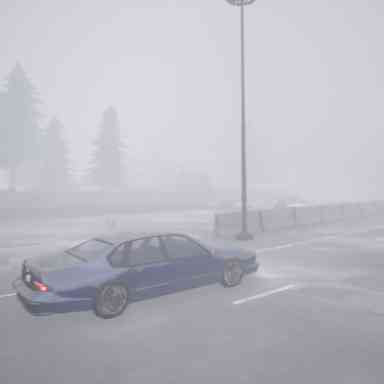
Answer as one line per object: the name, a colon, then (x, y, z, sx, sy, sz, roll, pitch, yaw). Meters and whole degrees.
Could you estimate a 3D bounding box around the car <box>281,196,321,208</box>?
car: (10.827, 1.370, 32.073, 1.812, 1.442, 4.674, 0, 0, 44)

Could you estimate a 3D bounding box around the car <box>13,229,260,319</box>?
car: (-0.900, 1.552, 7.424, 5.357, 1.411, 2.033, -1, 0, -37)

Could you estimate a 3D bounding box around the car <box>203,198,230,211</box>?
car: (3.701, 1.463, 39.749, 2.033, 1.411, 5.357, -1, 0, 44)

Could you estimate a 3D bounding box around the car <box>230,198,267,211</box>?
car: (6.781, 1.409, 37.955, 1.812, 1.442, 4.674, -1, 0, 43)

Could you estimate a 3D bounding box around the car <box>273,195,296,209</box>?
car: (10.994, 1.188, 37.341, 2.097, 1.767, 4.553, -1, 0, 43)
